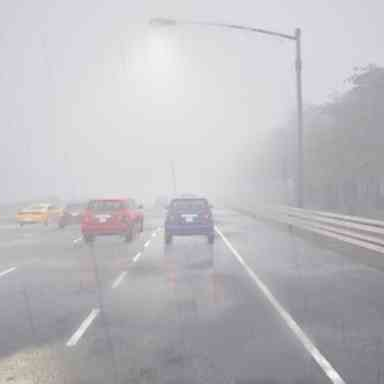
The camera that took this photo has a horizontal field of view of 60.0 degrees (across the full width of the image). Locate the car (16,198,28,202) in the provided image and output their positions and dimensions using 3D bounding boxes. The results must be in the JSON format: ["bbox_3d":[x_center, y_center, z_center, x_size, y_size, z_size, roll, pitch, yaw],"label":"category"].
[{"bbox_3d":[-25.153,1.844,49.220,1.994,1.385,4.181,-1,0,0],"label":"car"}]

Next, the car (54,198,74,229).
[{"bbox_3d":[-7.224,1.425,22.487,2.097,1.767,4.553,-1,0,-1],"label":"car"}]

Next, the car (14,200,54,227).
[{"bbox_3d":[-10.744,1.596,24.186,1.882,1.535,5.008,-1,0,-1],"label":"car"}]

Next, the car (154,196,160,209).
[{"bbox_3d":[-4.077,1.347,46.659,2.097,1.767,4.553,-1,0,0],"label":"car"}]

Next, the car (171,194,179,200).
[{"bbox_3d":[-4.238,1.165,83.639,1.994,1.385,4.181,-1,1,0],"label":"car"}]

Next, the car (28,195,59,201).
[{"bbox_3d":[-21.660,1.454,49.735,2.150,2.045,5.566,-1,0,0],"label":"car"}]

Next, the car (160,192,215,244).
[{"bbox_3d":[-0.140,1.206,16.070,2.150,2.045,5.566,-1,0,-1],"label":"car"}]

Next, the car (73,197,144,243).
[{"bbox_3d":[-3.748,1.255,16.541,2.150,2.045,5.566,-1,0,-1],"label":"car"}]

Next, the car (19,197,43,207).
[{"bbox_3d":[-28.668,1.794,59.421,1.837,1.490,4.892,-1,1,0],"label":"car"}]
